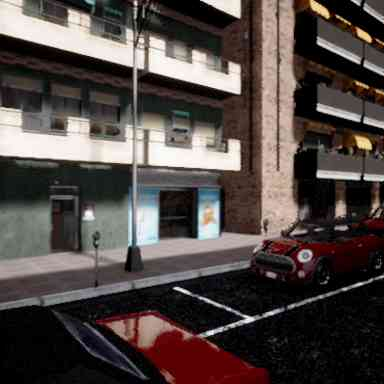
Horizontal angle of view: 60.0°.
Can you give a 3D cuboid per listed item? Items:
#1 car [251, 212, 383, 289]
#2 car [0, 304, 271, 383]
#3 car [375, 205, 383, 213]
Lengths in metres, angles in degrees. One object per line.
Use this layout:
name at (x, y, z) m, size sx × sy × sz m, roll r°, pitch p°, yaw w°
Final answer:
car at (3.524, 1.487, 9.266) m, size 4.097 × 1.590 × 1.967 m, roll 0°, pitch 0°, yaw -37°
car at (-1.754, 1.611, 1.961) m, size 4.718 × 1.301 × 1.895 m, roll 0°, pitch 0°, yaw -37°
car at (8.038, 1.379, 12.641) m, size 5.009 × 1.841 × 2.192 m, roll 0°, pitch 0°, yaw -37°
